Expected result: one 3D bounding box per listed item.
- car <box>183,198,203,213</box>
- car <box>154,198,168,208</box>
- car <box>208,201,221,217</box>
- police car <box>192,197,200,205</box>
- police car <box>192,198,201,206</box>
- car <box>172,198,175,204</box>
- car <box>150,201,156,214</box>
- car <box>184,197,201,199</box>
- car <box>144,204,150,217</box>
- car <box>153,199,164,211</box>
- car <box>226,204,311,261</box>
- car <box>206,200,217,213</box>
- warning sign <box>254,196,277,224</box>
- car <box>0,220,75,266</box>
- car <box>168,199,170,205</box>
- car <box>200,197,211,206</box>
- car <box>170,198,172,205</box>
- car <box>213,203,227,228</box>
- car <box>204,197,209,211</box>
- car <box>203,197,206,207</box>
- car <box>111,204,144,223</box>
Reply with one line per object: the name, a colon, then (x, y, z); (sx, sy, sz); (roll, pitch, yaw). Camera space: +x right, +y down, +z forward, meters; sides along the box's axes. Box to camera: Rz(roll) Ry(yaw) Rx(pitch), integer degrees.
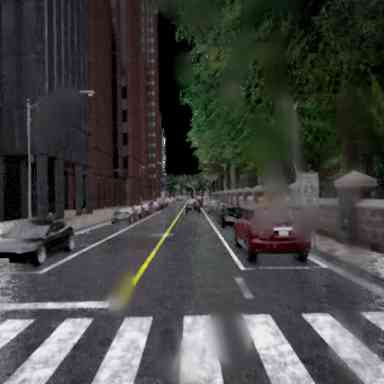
car: (0.120, 1.880, 42.310); (1.837, 1.490, 4.892); (-1, -1, 0)
car: (-5.733, 1.931, 56.009); (2.192, 1.841, 5.009); (-1, -1, 0)
car: (2.772, 1.746, 28.724); (2.008, 1.369, 4.403); (-1, -1, 0)
police car: (0.951, 2.155, 79.121); (1.930, 1.638, 5.238); (-1, -1, 0)
police car: (0.928, 2.094, 73.121); (1.930, 1.638, 5.238); (-1, -1, 0)
car: (-5.712, 2.278, 77.835); (1.967, 1.590, 4.097); (-1, -1, 0)
car: (-5.742, 2.038, 39.636); (1.802, 1.307, 4.206); (-1, -1, 0)
car: (0.119, 1.954, 52.559); (1.882, 1.535, 5.008); (-1, -1, 0)
car: (-5.747, 1.985, 34.179); (1.802, 1.307, 4.206); (-1, -1, 0)
car: (-5.733, 2.144, 50.550); (1.802, 1.307, 4.206); (-1, -1, 0)
car: (2.753, 1.351, 12.358); (2.192, 1.841, 5.009); (-1, -1, 0)
car: (2.776, 1.799, 34.181); (2.008, 1.369, 4.403); (-1, -1, 0)
warning sign: (5.063, 1.213, 23.014); (1.300, 1.860, 1.060); (-1, -1, 0)
car: (-5.766, 1.757, 12.353); (1.947, 1.339, 4.313); (-1, -1, 0)
car: (-5.724, 2.215, 61.463); (1.887, 1.381, 4.507); (-1, -1, 0)
car: (2.805, 1.942, 72.377); (2.192, 1.841, 5.009); (-1, -1, 0)
car: (-5.719, 2.270, 66.920); (1.887, 1.381, 4.507); (-1, -1, 0)
car: (2.767, 1.708, 23.268); (1.947, 1.339, 4.313); (-1, -1, 0)
car: (2.779, 1.741, 39.638); (1.967, 1.590, 4.097); (-1, -1, 0)
car: (2.784, 1.794, 45.094); (1.967, 1.590, 4.097); (-1, -1, 0)
car: (-5.752, 1.901, 28.723); (2.008, 1.369, 4.403); (-1, -1, 0)
